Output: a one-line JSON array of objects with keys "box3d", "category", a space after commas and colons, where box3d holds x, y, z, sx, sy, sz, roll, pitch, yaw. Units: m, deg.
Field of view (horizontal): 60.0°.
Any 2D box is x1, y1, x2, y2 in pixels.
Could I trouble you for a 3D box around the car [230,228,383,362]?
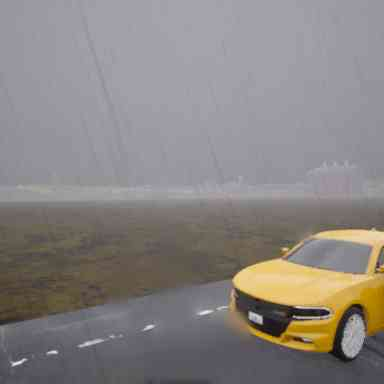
[{"box3d": [2.912, 1.474, 6.078, 5.008, 1.535, 1.882, 0, 0, -36], "category": "car"}]
